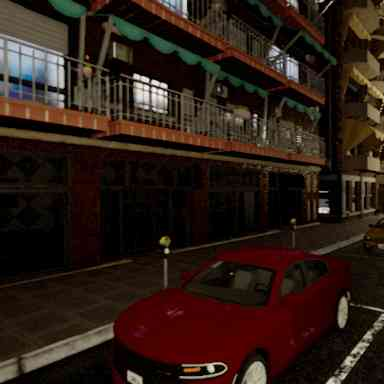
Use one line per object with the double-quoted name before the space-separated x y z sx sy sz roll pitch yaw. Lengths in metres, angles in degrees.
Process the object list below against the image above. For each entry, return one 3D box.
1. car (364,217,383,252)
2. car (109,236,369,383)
"car" 8.061 1.522 13.094 1.752 1.417 4.829 0 0 41
"car" 0.924 1.544 4.877 1.887 1.381 4.507 0 0 41
